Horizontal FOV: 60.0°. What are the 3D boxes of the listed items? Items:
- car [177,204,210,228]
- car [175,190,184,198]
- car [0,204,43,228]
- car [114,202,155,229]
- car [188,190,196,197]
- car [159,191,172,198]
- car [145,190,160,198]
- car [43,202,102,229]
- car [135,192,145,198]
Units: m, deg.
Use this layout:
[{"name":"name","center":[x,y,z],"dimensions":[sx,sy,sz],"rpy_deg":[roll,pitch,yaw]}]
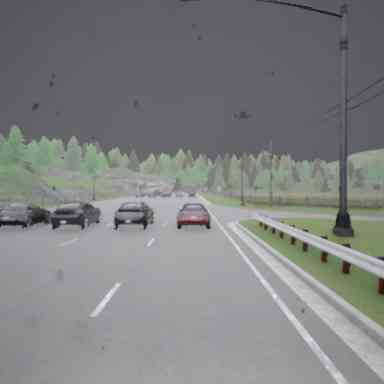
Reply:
[{"name":"car","center":[0.100,1.402,20.751],"dimensions":[1.994,1.385,4.181],"rpy_deg":[0,0,0]},{"name":"car","center":[-3.500,0.840,89.140],"dimensions":[2.033,1.411,5.357],"rpy_deg":[0,0,0]},{"name":"car","center":[-10.400,1.402,20.680],"dimensions":[1.994,1.385,4.181],"rpy_deg":[0,0,0]},{"name":"car","center":[-3.400,1.334,20.175],"dimensions":[2.128,1.511,4.902],"rpy_deg":[0,0,0]},{"name":"car","center":[0.000,0.790,89.139],"dimensions":[1.837,1.490,4.892],"rpy_deg":[0,0,0]},{"name":"car","center":[-7.000,0.767,89.139],"dimensions":[1.882,1.535,5.008],"rpy_deg":[0,0,0]},{"name":"car","center":[-10.500,0.825,89.140],"dimensions":[2.128,1.511,4.902],"rpy_deg":[0,0,0]},{"name":"car","center":[-6.899,1.346,20.240],"dimensions":[1.837,1.490,4.892],"rpy_deg":[0,0,0]},{"name":"car","center":[-14.000,0.849,89.556],"dimensions":[1.994,1.385,4.181],"rpy_deg":[0,0,0]}]
